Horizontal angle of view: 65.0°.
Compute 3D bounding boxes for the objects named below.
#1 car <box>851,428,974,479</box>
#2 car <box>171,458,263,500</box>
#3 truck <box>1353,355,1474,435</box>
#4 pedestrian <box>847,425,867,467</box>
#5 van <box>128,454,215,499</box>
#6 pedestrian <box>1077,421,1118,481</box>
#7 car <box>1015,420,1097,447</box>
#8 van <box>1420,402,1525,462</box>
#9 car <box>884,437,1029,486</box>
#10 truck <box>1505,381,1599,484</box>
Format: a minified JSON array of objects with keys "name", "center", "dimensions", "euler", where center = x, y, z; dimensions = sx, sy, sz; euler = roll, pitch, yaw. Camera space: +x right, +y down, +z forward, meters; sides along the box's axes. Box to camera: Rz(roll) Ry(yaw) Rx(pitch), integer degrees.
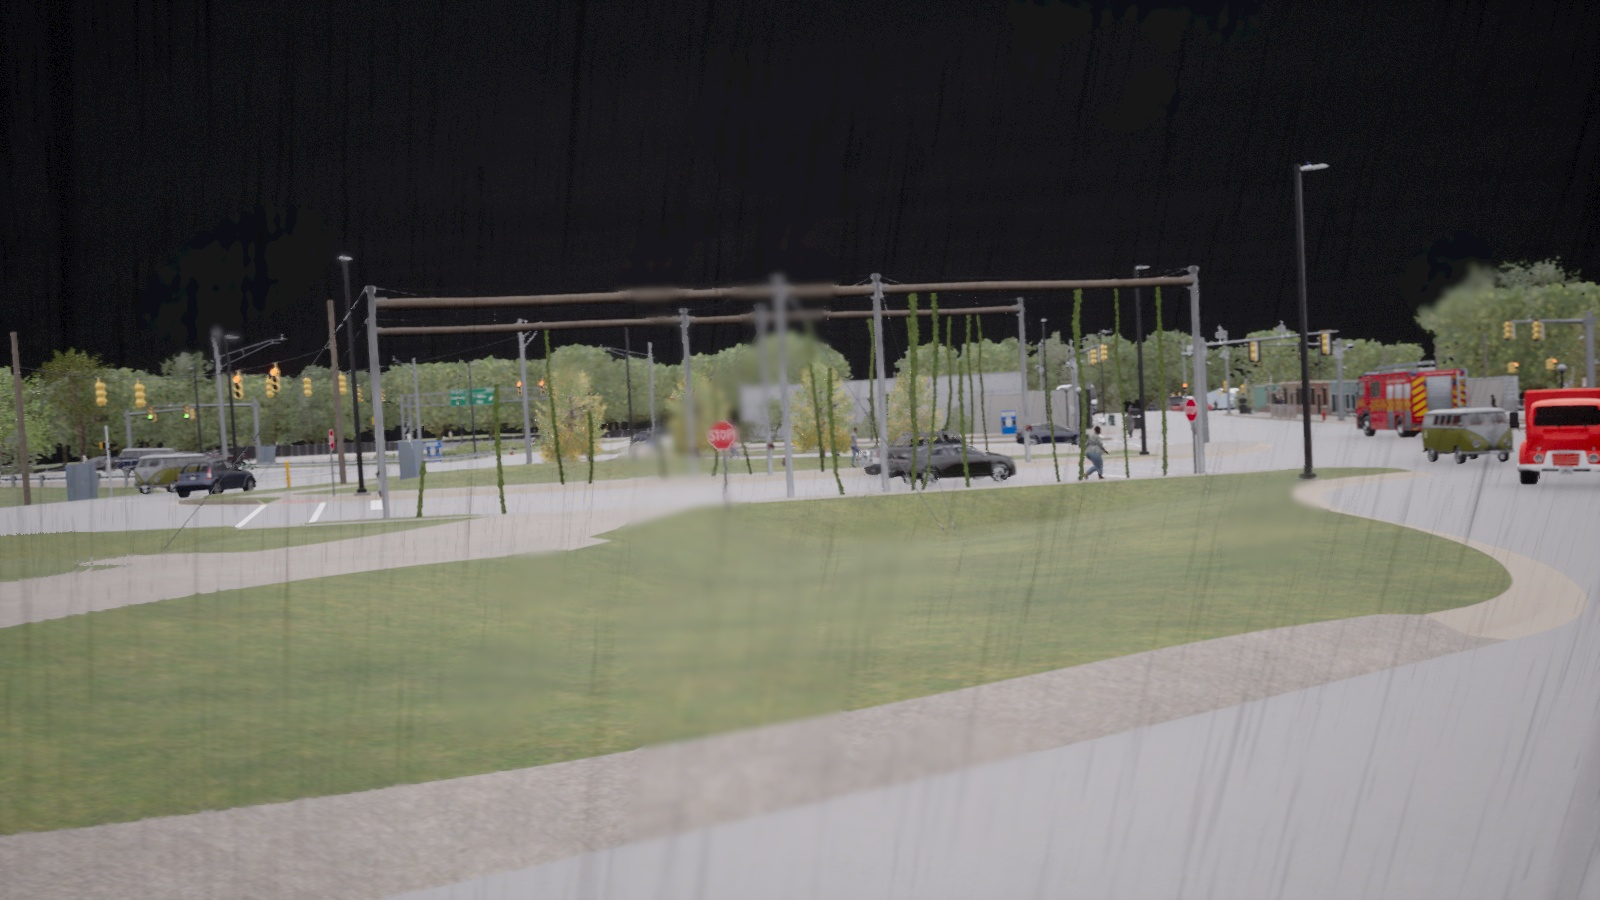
[{"name":"car","center":[4.640,0.115,51.920],"dimensions":[4.605,1.855,1.932],"euler":[-3,2,-19]},{"name":"car","center":[-25.961,1.262,56.031],"dimensions":[1.851,1.617,3.988],"euler":[-3,1,6]},{"name":"truck","center":[32.425,-2.826,66.788],"dimensions":[2.891,3.827,8.468],"euler":[-3,1,6]},{"name":"pedestrian","center":[2.564,-0.172,56.740],"dimensions":[0.706,1.836,0.354],"euler":[-4,3,-19]},{"name":"van","center":[-32.148,1.319,64.342],"dimensions":[1.775,1.987,4.442],"euler":[-3,1,6]},{"name":"pedestrian","center":[9.674,0.014,40.797],"dimensions":[0.900,1.855,0.874],"euler":[-4,3,-14]},{"name":"car","center":[16.251,-1.074,79.871],"dimensions":[4.792,1.488,2.163],"euler":[-2,2,3]},{"name":"van","center":[24.378,-0.669,45.687],"dimensions":[1.775,1.987,4.442],"euler":[-3,1,7]},{"name":"car","center":[5.817,0.406,46.810],"dimensions":[4.902,1.511,2.128],"euler":[-3,2,-20]},{"name":"truck","center":[20.227,-0.456,32.815],"dimensions":[2.627,2.467,5.204],"euler":[-1,1,35]}]
